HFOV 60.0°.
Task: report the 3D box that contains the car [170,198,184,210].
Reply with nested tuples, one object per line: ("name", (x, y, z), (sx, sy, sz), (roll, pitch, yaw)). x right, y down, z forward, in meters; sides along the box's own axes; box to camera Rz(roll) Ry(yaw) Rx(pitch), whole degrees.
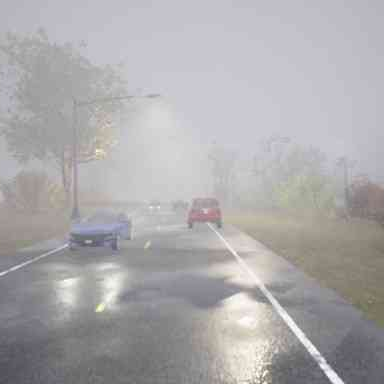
("car", (-1.756, 1.669, 46.498), (1.837, 1.490, 4.892), (0, 0, -4))

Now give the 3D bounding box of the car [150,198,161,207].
("car", (-6.177, 1.737, 56.370), (2.033, 1.411, 5.357), (0, 0, -4))

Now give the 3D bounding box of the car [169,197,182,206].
("car", (-3.091, 1.741, 61.789), (2.033, 1.411, 5.357), (0, 0, -6))

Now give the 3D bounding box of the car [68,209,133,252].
("car", (-3.817, 1.549, 14.592), (1.882, 1.535, 5.008), (0, 0, -1))

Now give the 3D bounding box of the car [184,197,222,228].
("car", (0.770, 1.322, 22.966), (2.150, 2.045, 5.566), (0, 0, -2))
